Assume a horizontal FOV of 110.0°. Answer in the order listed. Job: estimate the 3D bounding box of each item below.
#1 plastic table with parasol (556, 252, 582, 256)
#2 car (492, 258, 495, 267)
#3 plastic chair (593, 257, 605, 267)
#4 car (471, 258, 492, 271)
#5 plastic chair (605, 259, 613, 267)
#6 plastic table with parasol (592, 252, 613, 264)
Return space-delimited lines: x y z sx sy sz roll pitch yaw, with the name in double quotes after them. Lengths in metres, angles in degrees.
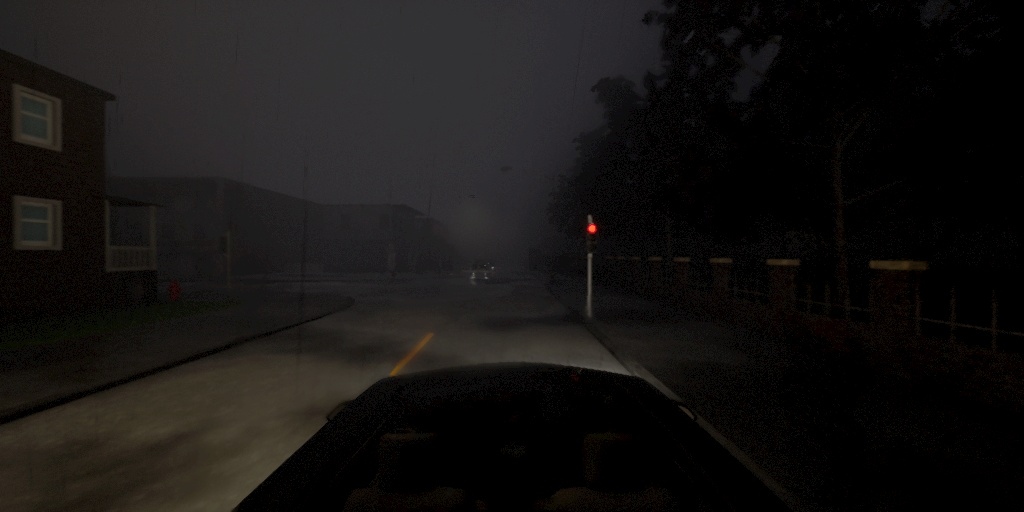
9.969 0.495 62.651 2.482 2.480 2.482 0 0 -40 "plastic table with parasol"
-4.025 1.065 62.830 1.837 1.490 4.892 0 0 1 "car"
14.315 1.128 59.010 0.730 1.272 0.750 0 0 -35 "plastic chair"
-4.073 1.115 46.596 1.837 1.490 4.892 0 0 0 "car"
16.022 1.118 58.914 0.750 1.272 0.730 0 0 -40 "plastic chair"
15.289 0.513 59.912 2.482 2.480 2.482 0 0 -40 "plastic table with parasol"
